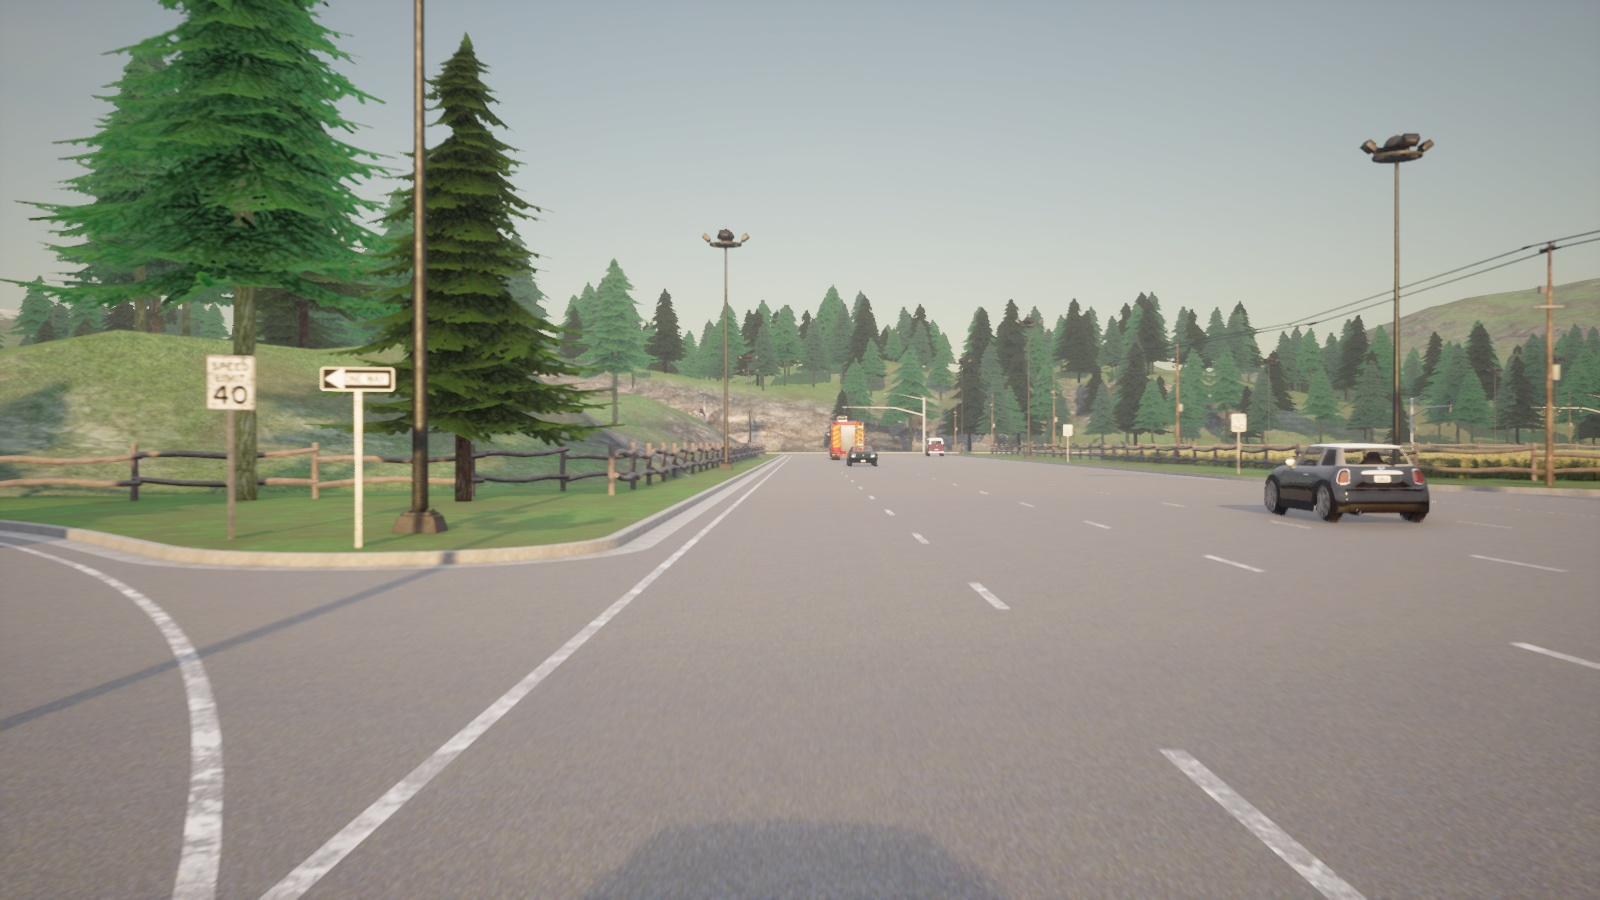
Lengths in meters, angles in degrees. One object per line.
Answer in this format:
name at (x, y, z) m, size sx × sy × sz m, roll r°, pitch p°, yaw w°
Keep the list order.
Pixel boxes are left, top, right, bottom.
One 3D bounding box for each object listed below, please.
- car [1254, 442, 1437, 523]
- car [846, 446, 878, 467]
car at (10.657, 0.581, 24.838) m, size 1.970 × 1.475 × 3.806 m, roll 0°, pitch 0°, yaw 0°
car at (3.975, 0.396, 80.917) m, size 1.895 × 1.301 × 4.718 m, roll 0°, pitch 0°, yaw 0°
